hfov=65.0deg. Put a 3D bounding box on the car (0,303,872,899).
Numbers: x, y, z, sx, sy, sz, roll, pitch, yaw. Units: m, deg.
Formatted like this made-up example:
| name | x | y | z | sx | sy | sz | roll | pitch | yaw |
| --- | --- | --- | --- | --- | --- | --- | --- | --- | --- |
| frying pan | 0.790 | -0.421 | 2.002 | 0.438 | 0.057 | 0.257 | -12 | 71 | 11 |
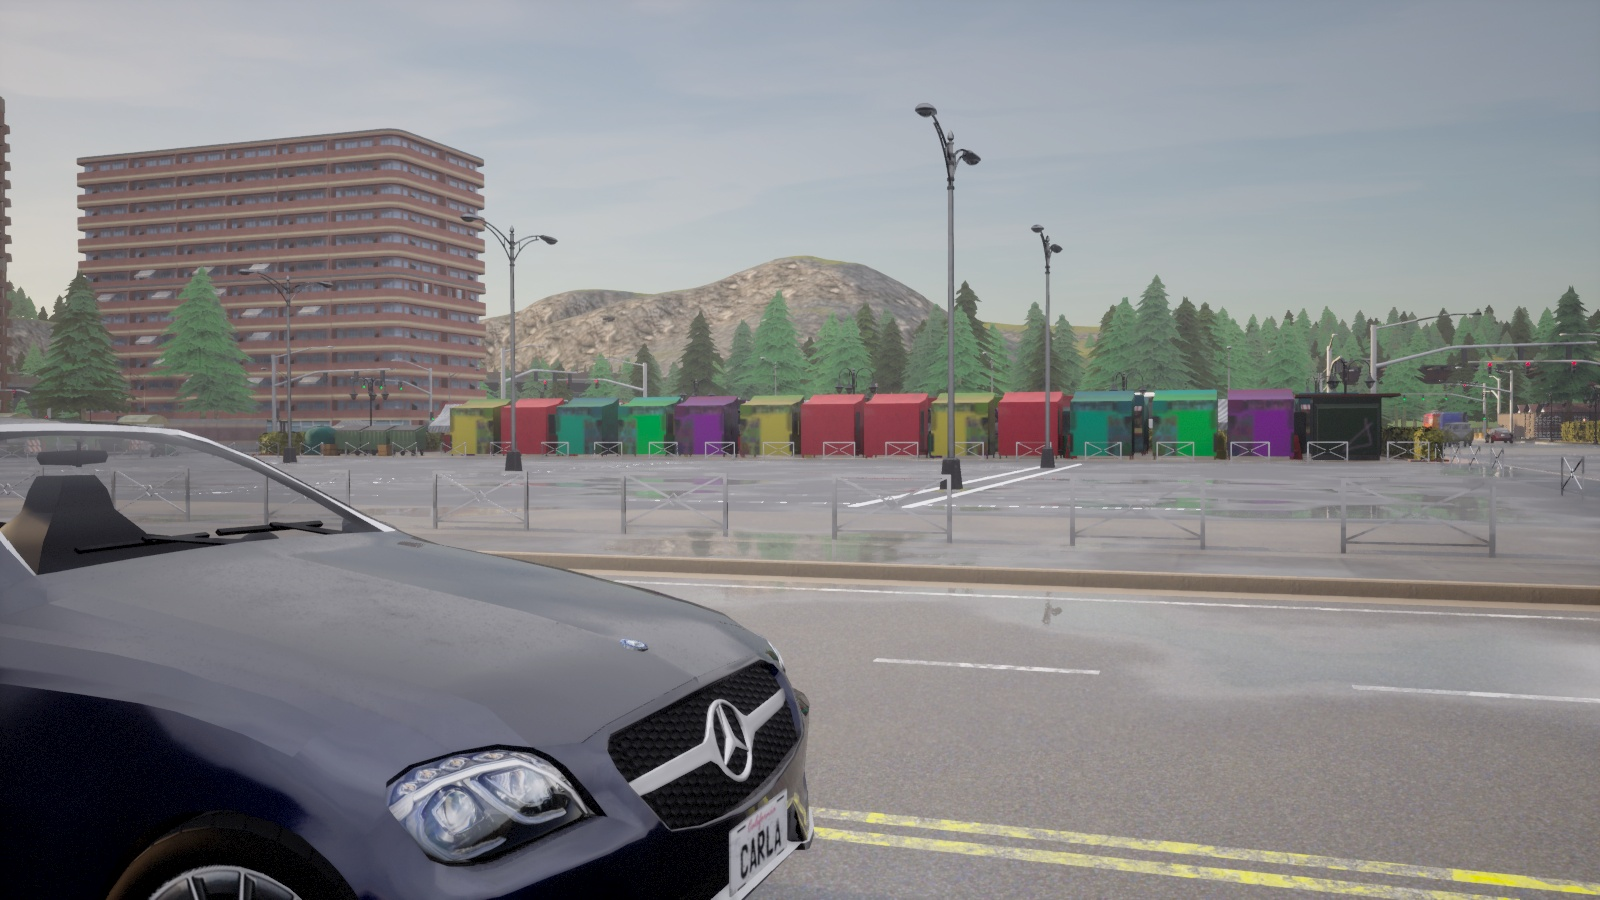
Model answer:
| name | x | y | z | sx | sy | sz | roll | pitch | yaw |
| --- | --- | --- | --- | --- | --- | --- | --- | --- | --- |
| car | -2.485 | 0.531 | 4.025 | 5.027 | 1.651 | 2.152 | 1 | 1 | 19 |
